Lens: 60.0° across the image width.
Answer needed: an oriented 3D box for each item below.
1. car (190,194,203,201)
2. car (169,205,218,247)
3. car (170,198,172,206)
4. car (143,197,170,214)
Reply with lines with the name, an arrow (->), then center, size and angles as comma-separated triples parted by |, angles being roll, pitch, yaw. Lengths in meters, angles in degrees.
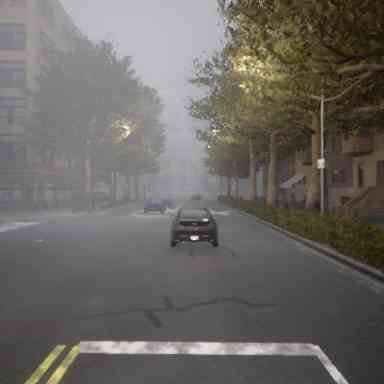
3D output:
car -> 0.900, 1.085, 66.865 | 1.812, 1.442, 4.674 | 0, 0, 12
car -> 0.097, 1.408, 14.573 | 1.837, 1.490, 4.892 | 0, 0, 0
car -> -3.585, 1.317, 42.934 | 1.895, 1.301, 4.718 | 0, 0, 0
car -> -3.612, 1.258, 33.115 | 1.882, 1.535, 5.008 | 0, 0, 1
